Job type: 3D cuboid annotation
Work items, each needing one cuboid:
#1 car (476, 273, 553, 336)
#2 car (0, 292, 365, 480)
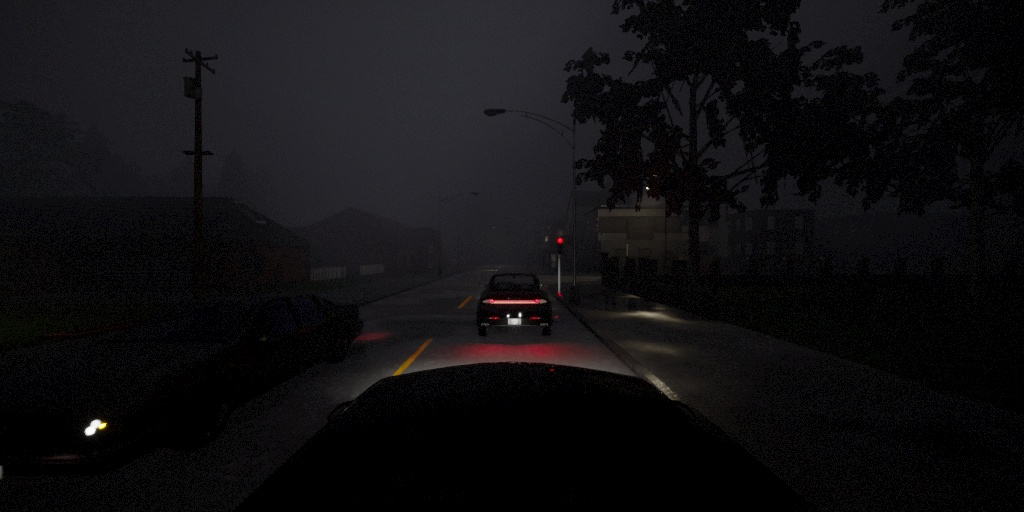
[{"bbox_3d":[0.060,1.242,10.376,2.128,1.511,4.902,0,0,0],"label":"car"},{"bbox_3d":[-4.101,1.297,5.449,2.033,1.411,5.357,0,0,0],"label":"car"}]
